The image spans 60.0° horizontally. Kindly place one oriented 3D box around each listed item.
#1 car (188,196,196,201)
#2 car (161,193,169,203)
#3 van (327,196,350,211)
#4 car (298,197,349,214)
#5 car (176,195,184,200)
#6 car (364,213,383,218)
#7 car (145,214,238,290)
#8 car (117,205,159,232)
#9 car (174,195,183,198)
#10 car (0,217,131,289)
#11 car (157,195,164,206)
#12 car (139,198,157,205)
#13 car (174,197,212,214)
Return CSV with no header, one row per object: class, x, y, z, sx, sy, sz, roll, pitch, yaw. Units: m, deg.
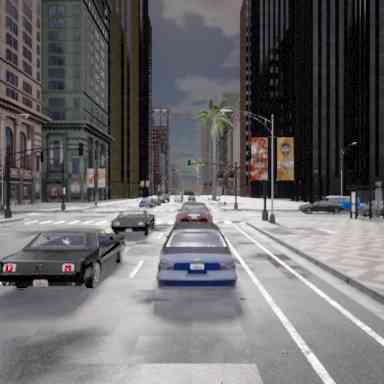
car,-0.031,1.702,91.422,2.033,1.411,5.357,0,0,0
car,-6.524,1.599,69.099,1.882,1.535,5.008,0,0,0
van,17.054,1.380,38.084,3.998,1.788,1.690,0,0,0
car,13.727,1.570,35.417,4.674,1.442,1.812,0,0,2
car,-3.281,1.470,90.351,1.882,1.535,5.008,0,0,0
car,17.061,1.599,29.560,4.403,1.369,2.008,0,0,0
car,0.099,1.563,9.258,2.033,1.411,5.357,0,0,0
car,-3.176,1.633,18.900,1.895,1.301,4.718,0,0,-1
car,-3.278,1.658,80.347,1.812,1.442,4.674,0,0,0
car,-3.152,1.616,9.157,1.895,1.301,4.718,0,0,0
car,-6.605,1.667,58.876,1.994,1.385,4.181,0,0,0
car,-6.601,1.611,48.870,1.812,1.442,4.674,0,0,-1
car,0.129,1.385,19.948,2.097,1.767,4.553,0,0,0
